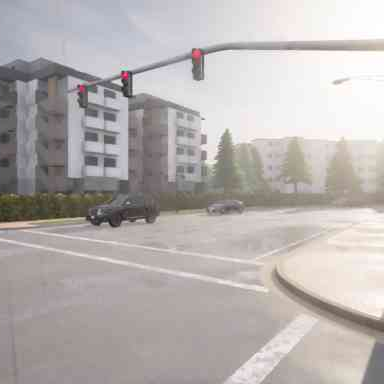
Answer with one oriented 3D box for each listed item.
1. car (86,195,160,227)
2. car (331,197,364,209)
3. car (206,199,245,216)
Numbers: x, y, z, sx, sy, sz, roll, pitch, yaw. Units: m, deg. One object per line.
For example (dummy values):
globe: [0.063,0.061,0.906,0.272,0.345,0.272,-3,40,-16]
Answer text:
car: [-4.593,1.221,23.031,2.150,2.045,5.566,0,0,35]
car: [21.648,1.492,46.370,4.902,1.511,2.128,0,0,-22]
car: [3.413,1.490,33.439,2.128,1.511,4.902,0,0,41]
